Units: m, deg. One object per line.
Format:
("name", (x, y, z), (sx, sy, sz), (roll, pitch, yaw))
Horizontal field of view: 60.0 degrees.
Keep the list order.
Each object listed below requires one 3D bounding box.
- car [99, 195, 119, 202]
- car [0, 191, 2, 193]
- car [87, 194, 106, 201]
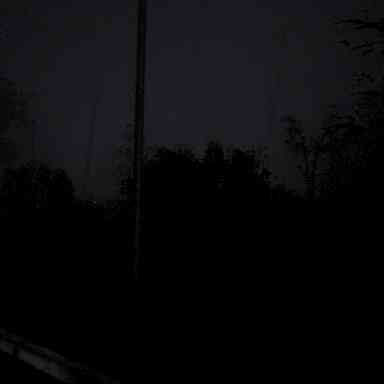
("car", (-13.468, 1.769, 57.953), (2.128, 1.511, 4.902), (2, -2, 19))
("car", (-20.781, 0.705, 36.026), (2.097, 1.767, 4.553), (2, -1, 18))
("car", (-16.576, 1.405, 59.649), (2.150, 2.045, 5.566), (2, -2, 19))
